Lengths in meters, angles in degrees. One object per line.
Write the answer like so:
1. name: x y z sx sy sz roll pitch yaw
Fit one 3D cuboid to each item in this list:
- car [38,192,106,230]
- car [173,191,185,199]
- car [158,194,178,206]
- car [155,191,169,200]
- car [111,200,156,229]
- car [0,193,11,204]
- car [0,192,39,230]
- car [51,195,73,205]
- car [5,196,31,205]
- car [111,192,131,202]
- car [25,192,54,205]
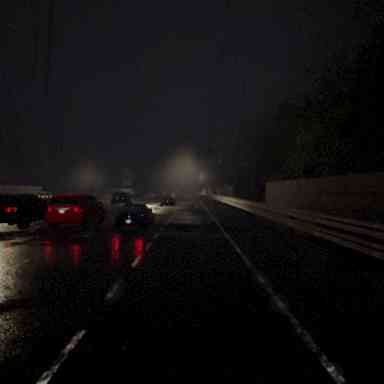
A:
1. car: -7.008 1.123 20.566 2.150 2.045 5.566 0 0 0
2. car: -3.539 1.062 93.800 1.837 1.490 4.892 0 0 0
3. car: -3.519 1.329 49.839 1.994 1.385 4.181 0 0 0
4. car: -7.031 0.879 73.791 2.150 2.045 5.566 0 0 0
5. car: -3.510 1.427 20.685 1.812 1.442 4.674 0 0 0
6. car: -31.538 1.093 53.564 2.097 1.767 4.553 0 0 0
7. car: -10.509 1.123 20.445 2.150 2.045 5.566 0 0 0
8. car: -21.048 1.267 54.002 1.812 1.442 4.674 0 0 0
9. car: -28.043 1.305 53.856 1.994 1.385 4.181 0 0 0
10. car: -10.523 0.986 49.662 2.150 2.045 5.566 0 0 0
11. car: -24.542 0.965 53.795 2.150 2.045 5.566 0 0 0
